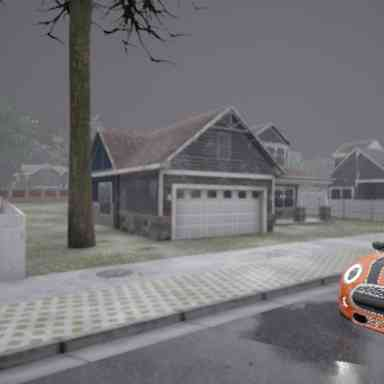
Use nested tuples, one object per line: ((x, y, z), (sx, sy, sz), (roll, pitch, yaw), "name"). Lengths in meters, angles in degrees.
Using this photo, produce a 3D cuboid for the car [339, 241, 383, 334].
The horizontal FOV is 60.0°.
((4.658, 1.368, 6.122), (4.553, 1.767, 2.097), (0, 0, -38), "car")
